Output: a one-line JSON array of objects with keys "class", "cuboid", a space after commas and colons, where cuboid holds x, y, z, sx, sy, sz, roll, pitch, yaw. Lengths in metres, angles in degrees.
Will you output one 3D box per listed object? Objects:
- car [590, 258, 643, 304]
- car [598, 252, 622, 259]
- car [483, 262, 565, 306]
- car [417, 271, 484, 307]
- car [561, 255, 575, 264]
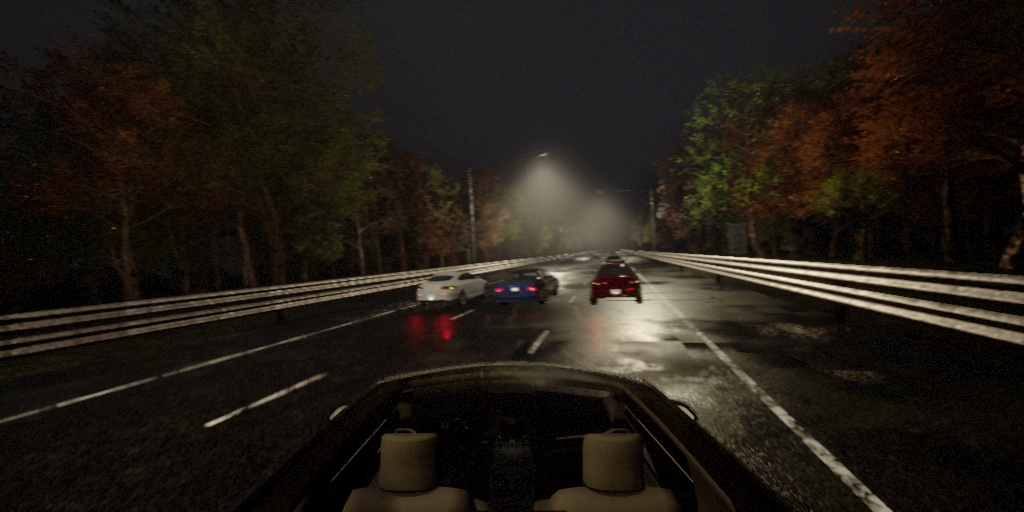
[{"class": "car", "cuboid": [4.151, 1.006, 14.452, 1.812, 1.442, 4.674, -3, 0, 16]}, {"class": "car", "cuboid": [8.230, 0.711, 28.952, 1.837, 1.490, 4.892, -3, 0, 16]}, {"class": "car", "cuboid": [0.788, 1.219, 15.400, 2.033, 1.411, 5.357, -3, 0, 16]}, {"class": "car", "cuboid": [-2.574, 1.390, 16.351, 1.812, 1.442, 4.674, -3, 0, 16]}, {"class": "car", "cuboid": [9.141, 0.608, 58.015, 2.033, 1.411, 5.357, -3, 0, 16]}]
